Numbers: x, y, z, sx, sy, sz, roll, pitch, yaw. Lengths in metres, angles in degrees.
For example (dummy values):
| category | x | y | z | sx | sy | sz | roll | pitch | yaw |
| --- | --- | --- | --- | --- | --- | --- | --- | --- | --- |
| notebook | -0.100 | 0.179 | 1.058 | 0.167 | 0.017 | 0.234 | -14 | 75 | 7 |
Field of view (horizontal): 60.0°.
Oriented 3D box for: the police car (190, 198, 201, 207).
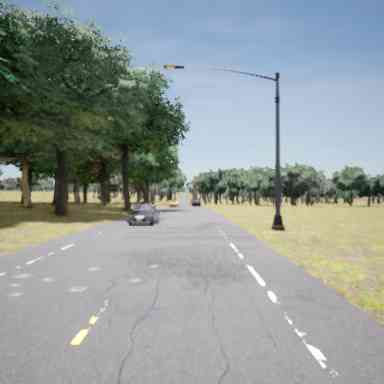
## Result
| category | x | y | z | sx | sy | sz | roll | pitch | yaw |
| --- | --- | --- | --- | --- | --- | --- | --- | --- | --- |
| police car | 1.050 | 2.512 | 76.635 | 1.930 | 1.638 | 5.238 | 0 | -1 | 0 |

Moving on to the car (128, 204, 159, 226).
| category | x | y | z | sx | sy | sz | roll | pitch | yaw |
| --- | --- | --- | --- | --- | --- | --- | --- | --- | --- |
| car | -3.598 | 1.665 | 25.239 | 2.128 | 1.511 | 4.902 | 0 | -1 | 0 |

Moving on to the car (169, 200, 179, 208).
| category | x | y | z | sx | sy | sz | roll | pitch | yaw |
| --- | --- | --- | --- | --- | --- | --- | --- | --- | --- |
| car | -3.512 | 2.320 | 65.623 | 1.882 | 1.535 | 5.008 | 0 | -1 | 0 |
